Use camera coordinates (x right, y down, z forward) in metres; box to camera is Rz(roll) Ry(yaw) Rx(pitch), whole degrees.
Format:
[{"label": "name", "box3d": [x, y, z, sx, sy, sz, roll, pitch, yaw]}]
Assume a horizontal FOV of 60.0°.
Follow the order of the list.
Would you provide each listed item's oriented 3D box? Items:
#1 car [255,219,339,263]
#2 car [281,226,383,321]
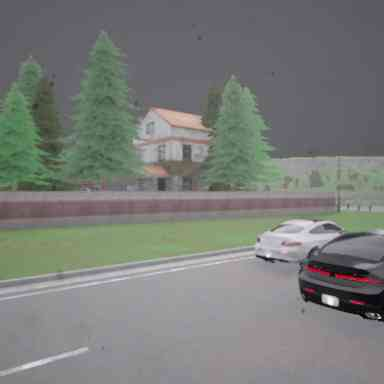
[{"label": "car", "box3d": [4.118, 1.627, 11.267, 4.674, 1.442, 1.812, 0, -1, -37]}, {"label": "car", "box3d": [4.271, 1.563, 7.042, 4.892, 1.490, 1.837, 0, 0, -36]}]
